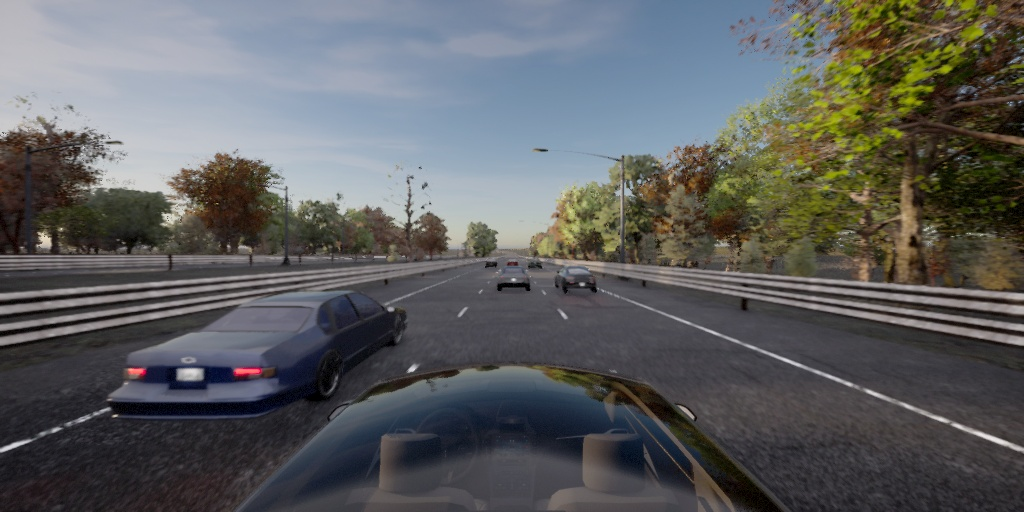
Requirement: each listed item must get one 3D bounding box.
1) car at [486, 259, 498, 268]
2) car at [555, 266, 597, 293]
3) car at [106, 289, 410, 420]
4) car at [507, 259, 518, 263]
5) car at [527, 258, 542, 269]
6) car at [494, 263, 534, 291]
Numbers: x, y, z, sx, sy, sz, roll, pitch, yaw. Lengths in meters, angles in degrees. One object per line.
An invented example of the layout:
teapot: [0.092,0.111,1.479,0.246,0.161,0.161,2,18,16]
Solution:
car: [-3.417,1.222,61.471,1.882,1.535,5.008,0,0,0]
car: [3.596,1.275,20.644,1.812,1.442,4.674,0,0,0]
car: [-3.402,1.297,6.301,2.033,1.411,5.357,0,0,0]
car: [0.085,1.222,61.561,1.882,1.535,5.008,0,0,0]
car: [3.585,1.097,57.971,2.097,1.767,4.553,0,0,0]
car: [0.095,1.314,22.138,1.994,1.385,4.181,0,0,0]
